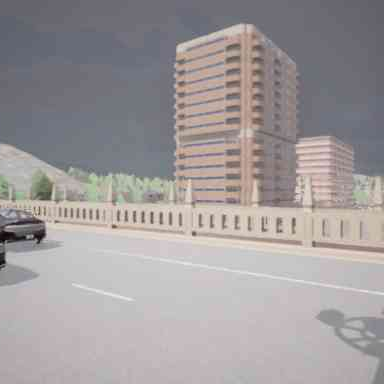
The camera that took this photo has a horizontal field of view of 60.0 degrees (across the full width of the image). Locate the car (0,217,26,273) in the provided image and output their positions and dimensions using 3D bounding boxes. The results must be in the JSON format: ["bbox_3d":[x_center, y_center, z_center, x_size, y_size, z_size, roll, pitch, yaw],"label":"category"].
[{"bbox_3d":[-6.830,1.492,8.861,4.902,1.511,2.128,0,0,35],"label":"car"}]

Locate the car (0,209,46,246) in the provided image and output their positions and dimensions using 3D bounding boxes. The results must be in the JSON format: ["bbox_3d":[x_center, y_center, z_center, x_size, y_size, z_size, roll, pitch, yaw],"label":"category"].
[{"bbox_3d":[-8.155,1.492,14.104,4.902,1.511,2.128,0,0,35],"label":"car"}]
